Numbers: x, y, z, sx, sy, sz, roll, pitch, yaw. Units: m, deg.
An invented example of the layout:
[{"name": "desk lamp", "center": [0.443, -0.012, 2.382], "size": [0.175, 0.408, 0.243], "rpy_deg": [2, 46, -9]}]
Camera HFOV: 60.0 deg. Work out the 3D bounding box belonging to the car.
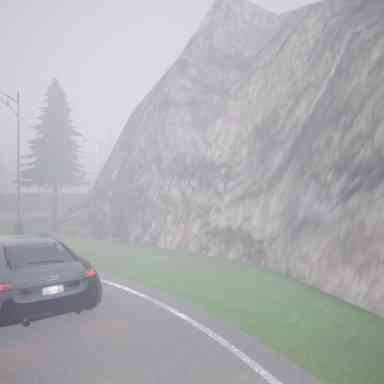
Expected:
[{"name": "car", "center": [-3.557, 1.564, 6.946], "size": [1.994, 1.385, 4.181], "rpy_deg": [0, 0, -40]}]
